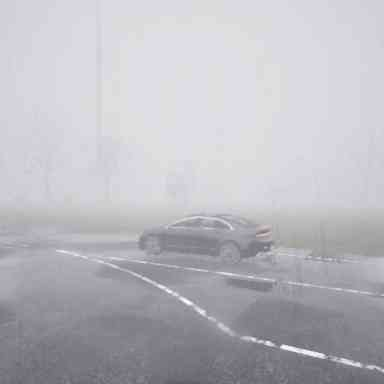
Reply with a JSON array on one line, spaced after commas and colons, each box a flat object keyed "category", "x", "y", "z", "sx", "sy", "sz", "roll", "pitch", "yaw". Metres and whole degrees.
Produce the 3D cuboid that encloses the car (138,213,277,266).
[{"category": "car", "x": 0.386, "y": 1.481, "z": 11.425, "sx": 4.902, "sy": 1.511, "sz": 2.128, "roll": 0, "pitch": 0, "yaw": 30}]
